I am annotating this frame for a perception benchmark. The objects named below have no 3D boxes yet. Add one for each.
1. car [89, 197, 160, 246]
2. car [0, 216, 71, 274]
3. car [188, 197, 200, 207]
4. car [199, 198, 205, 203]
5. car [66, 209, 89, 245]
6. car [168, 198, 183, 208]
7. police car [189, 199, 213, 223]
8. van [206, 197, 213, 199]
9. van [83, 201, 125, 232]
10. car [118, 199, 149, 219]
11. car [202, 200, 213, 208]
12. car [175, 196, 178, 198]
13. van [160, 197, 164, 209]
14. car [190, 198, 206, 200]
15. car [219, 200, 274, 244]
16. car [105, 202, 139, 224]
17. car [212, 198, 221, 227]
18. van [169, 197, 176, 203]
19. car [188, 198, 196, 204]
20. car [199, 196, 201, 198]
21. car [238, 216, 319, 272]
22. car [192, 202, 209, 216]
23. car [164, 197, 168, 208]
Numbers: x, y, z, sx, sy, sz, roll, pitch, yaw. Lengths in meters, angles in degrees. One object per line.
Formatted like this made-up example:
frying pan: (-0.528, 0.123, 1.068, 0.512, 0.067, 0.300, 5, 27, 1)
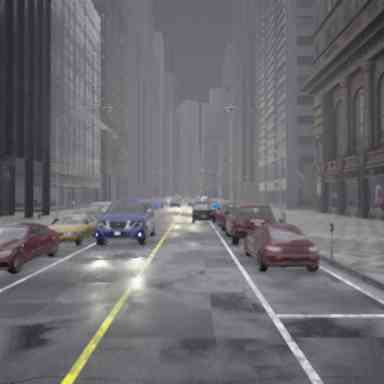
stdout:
car: (-3.081, 1.376, 16.582, 2.150, 2.045, 5.566, 0, -1, 1)
car: (-5.749, 1.684, 10.894, 1.802, 1.307, 4.206, 0, -1, 0)
car: (0.074, 2.153, 63.952, 2.033, 1.411, 5.357, 0, -1, 0)
car: (2.873, 2.435, 95.201, 1.752, 1.417, 4.829, 0, -1, 0)
car: (-5.742, 1.678, 16.334, 1.752, 1.417, 4.829, 0, -1, 0)
car: (-2.976, 2.152, 58.247, 1.895, 1.301, 4.718, 0, -1, 1)
police car: (0.933, 1.692, 28.399, 1.930, 1.638, 5.238, 0, -1, 0)
van: (2.809, 1.707, 38.944, 1.690, 1.788, 3.998, 0, -1, 0)
van: (-5.736, 1.548, 22.115, 1.690, 1.788, 3.998, 0, -1, 0)
car: (-5.723, 1.628, 33.333, 2.192, 1.841, 5.009, 0, -1, 0)
car: (2.834, 2.126, 61.377, 1.887, 1.381, 4.507, 0, -1, 0)
car: (-5.659, 2.293, 89.425, 1.967, 1.590, 4.097, 0, -1, 0)
van: (-5.704, 1.814, 50.161, 1.690, 1.788, 3.998, 0, -1, 0)
car: (0.952, 1.943, 44.287, 1.812, 1.442, 4.674, 0, -1, 0)
car: (2.783, 1.469, 16.508, 2.192, 1.841, 5.009, 0, -1, 0)
car: (-5.729, 1.700, 27.723, 1.967, 1.590, 4.097, 0, -1, 0)
car: (2.789, 1.522, 22.118, 2.192, 1.841, 5.009, 0, -1, 0)
van: (-5.652, 2.249, 95.035, 1.690, 1.788, 3.998, 0, -1, 0)
car: (0.098, 2.247, 84.957, 1.994, 1.385, 4.181, 0, -1, 0)
car: (2.841, 2.075, 66.987, 1.967, 1.590, 4.097, 0, -1, 0)
car: (2.776, 1.684, 10.897, 1.802, 1.307, 4.206, 0, -1, 0)
car: (0.945, 1.886, 38.288, 1.812, 1.442, 4.674, 0, -1, 0)
car: (-5.697, 1.842, 55.770, 2.192, 1.841, 5.009, 0, -1, 0)
